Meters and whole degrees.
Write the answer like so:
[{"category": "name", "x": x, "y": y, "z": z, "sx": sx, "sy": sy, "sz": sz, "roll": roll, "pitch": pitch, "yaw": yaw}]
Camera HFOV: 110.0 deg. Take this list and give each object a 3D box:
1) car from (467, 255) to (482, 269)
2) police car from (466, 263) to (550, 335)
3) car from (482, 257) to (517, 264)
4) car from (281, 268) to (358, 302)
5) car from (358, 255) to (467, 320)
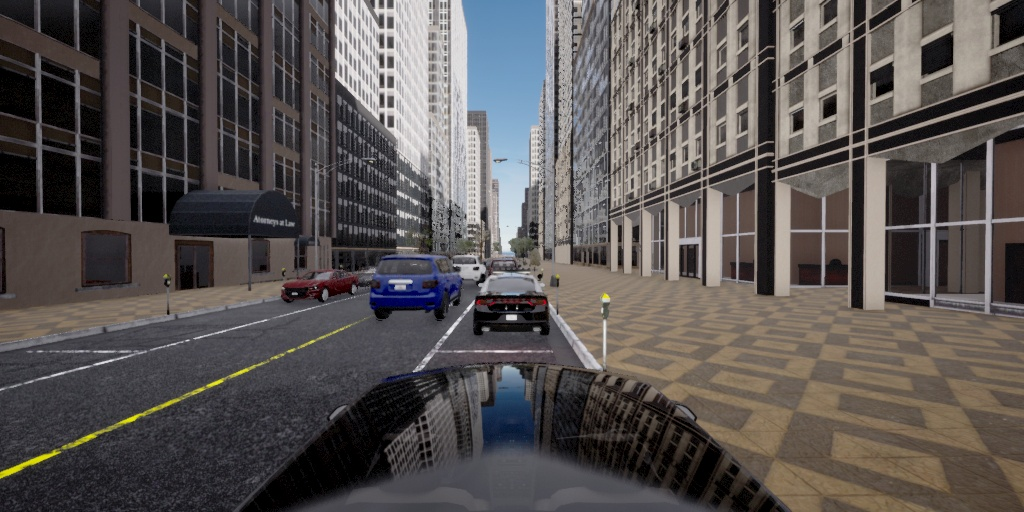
[{"category": "car", "x": -3.067, "y": 0.968, "z": 25.415, "sx": 2.150, "sy": 2.045, "sz": 5.566, "roll": 0, "pitch": 0, "yaw": 0}, {"category": "police car", "x": -0.012, "y": 1.173, "z": 10.612, "sx": 1.930, "sy": 1.638, "sz": 5.238, "roll": 0, "pitch": 0, "yaw": 0}, {"category": "car", "x": -0.457, "y": 1.061, "z": 22.523, "sx": 2.192, "sy": 1.841, "sz": 5.009, "roll": 0, "pitch": 0, "yaw": 0}, {"category": "car", "x": -8.837, "y": 1.292, "z": 16.839, "sx": 1.888, "sy": 1.381, "sz": 4.507, "roll": 0, "pitch": 0, "yaw": 0}, {"category": "car", "x": -3.155, "y": 0.970, "z": 12.827, "sx": 2.150, "sy": 2.045, "sz": 5.566, "roll": 0, "pitch": 0, "yaw": 0}]
